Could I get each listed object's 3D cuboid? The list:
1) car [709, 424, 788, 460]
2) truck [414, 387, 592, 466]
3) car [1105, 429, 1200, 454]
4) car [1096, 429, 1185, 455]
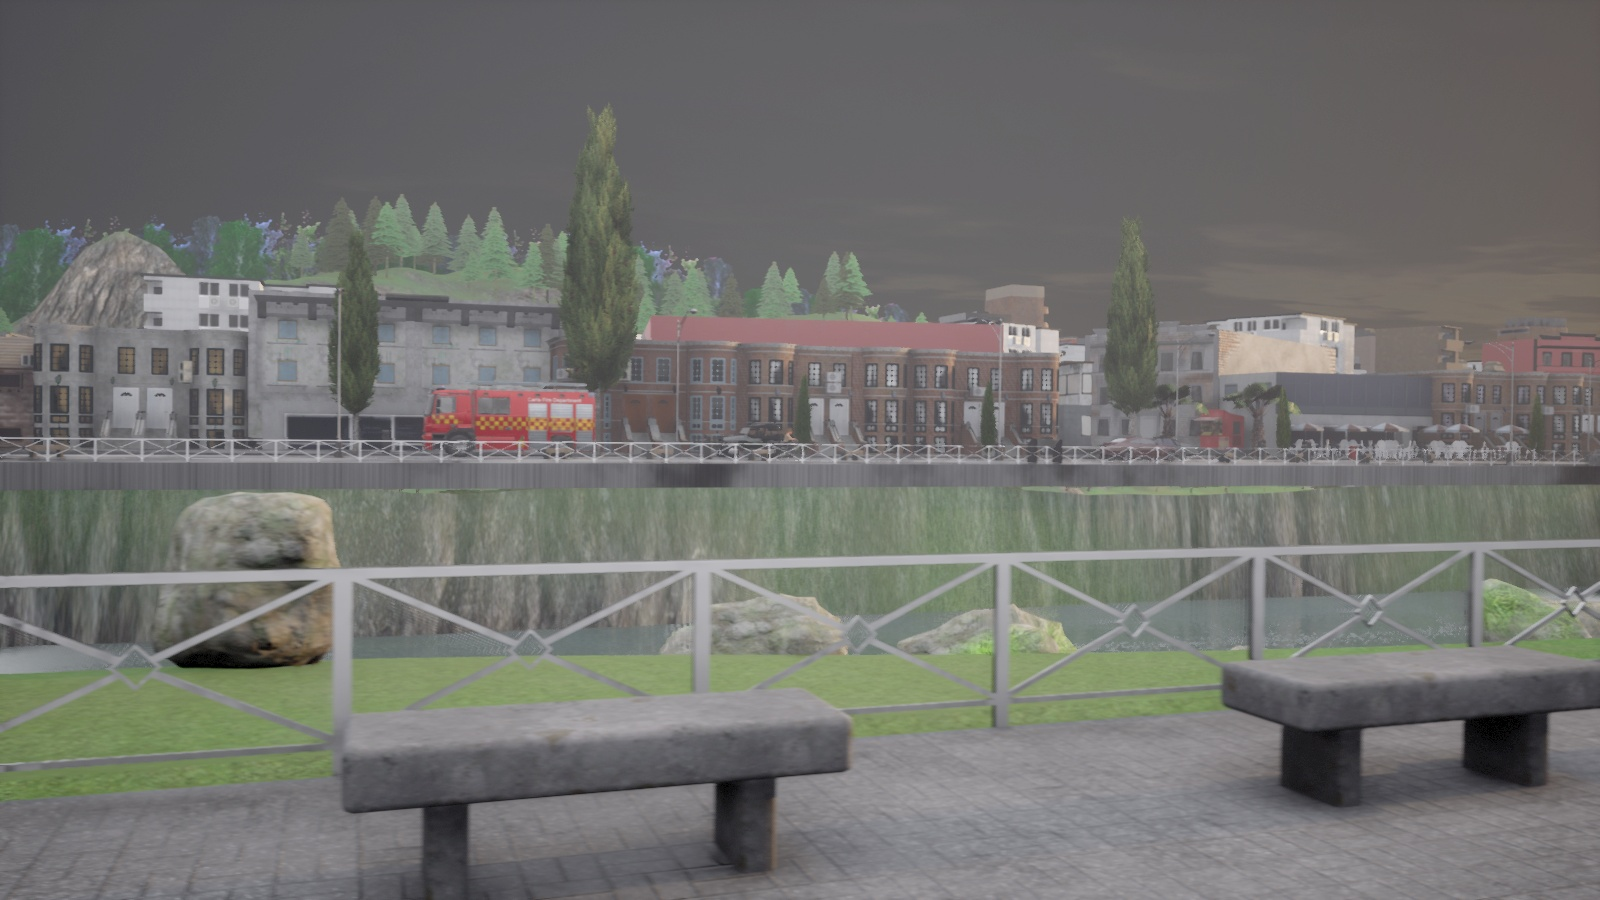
[{"bbox_3d":[-2.792,-0.434,68.053,3.866,1.878,1.905,-1,1,-19],"label":"car"},{"bbox_3d":[-15.076,-1.214,63.730,8.468,3.827,2.891,-1,1,-19],"label":"truck"},{"bbox_3d":[21.517,-0.541,76.594,5.357,1.411,2.033,-1,1,-19],"label":"car"},{"bbox_3d":[19.422,-0.466,71.616,4.674,1.442,1.812,-1,1,-19],"label":"car"}]
